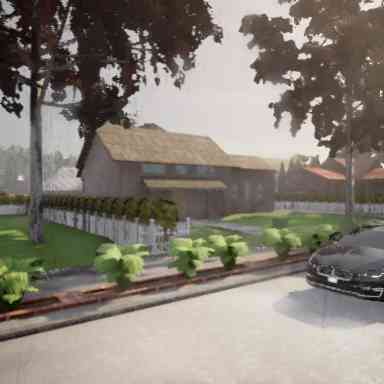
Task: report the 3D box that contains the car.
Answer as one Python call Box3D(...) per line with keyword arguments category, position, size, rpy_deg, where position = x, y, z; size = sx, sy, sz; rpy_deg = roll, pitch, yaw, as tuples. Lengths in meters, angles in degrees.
Box3D(category="car", position=(4.759, 1.486, 7.960), size=(4.892, 1.490, 1.837), rpy_deg=(0, 0, -35))
